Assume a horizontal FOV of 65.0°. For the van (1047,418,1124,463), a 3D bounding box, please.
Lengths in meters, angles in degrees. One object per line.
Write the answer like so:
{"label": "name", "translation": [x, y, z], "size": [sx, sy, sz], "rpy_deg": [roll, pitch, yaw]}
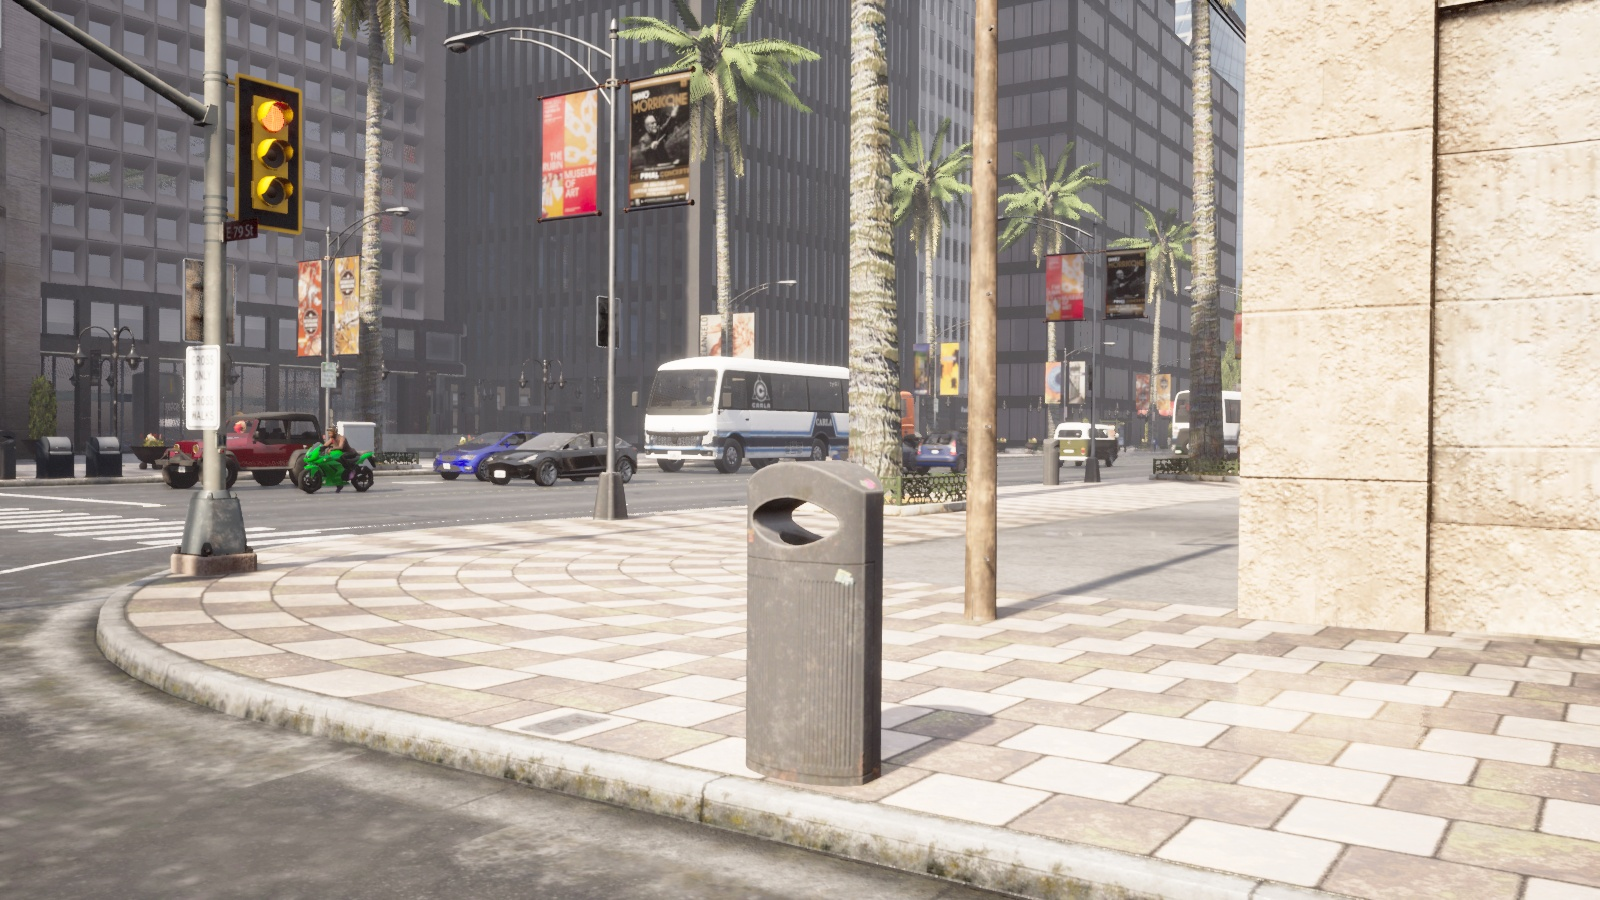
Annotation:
{"label": "van", "translation": [13.283, -0.461, 58.282], "size": [2.069, 2.038, 4.480], "rpy_deg": [0, 1, 33]}

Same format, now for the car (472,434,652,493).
{"label": "car", "translation": [-6.501, 0.315, 34.790], "size": [2.163, 1.488, 4.792], "rpy_deg": [0, 1, 33]}

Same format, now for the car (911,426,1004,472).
{"label": "car", "translation": [5.965, -0.068, 47.142], "size": [1.851, 1.617, 3.988], "rpy_deg": [0, 1, 34]}

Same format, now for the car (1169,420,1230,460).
{"label": "car", "translation": [19.621, -0.491, 61.603], "size": [1.905, 1.878, 3.866], "rpy_deg": [0, 1, 33]}

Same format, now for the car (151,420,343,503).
{"label": "car", "translation": [-13.428, 0.230, 30.680], "size": [1.905, 1.878, 3.866], "rpy_deg": [0, 1, 34]}

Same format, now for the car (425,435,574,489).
{"label": "car", "translation": [-8.902, 0.314, 37.493], "size": [1.816, 1.474, 4.193], "rpy_deg": [0, 1, 34]}

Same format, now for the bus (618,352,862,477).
{"label": "bus", "translation": [-1.975, -1.281, 47.871], "size": [3.944, 4.253, 10.273], "rpy_deg": [0, 1, 34]}

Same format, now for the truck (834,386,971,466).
{"label": "truck", "translation": [4.882, -1.088, 58.206], "size": [2.891, 3.462, 7.936], "rpy_deg": [0, 1, 33]}

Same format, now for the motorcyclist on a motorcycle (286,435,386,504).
{"label": "motorcyclist on a motorcycle", "translation": [-10.567, 0.418, 28.681], "size": [0.797, 1.523, 2.044], "rpy_deg": [0, 1, 34]}

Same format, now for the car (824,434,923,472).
{"label": "car", "translation": [2.925, 0.101, 48.897], "size": [1.994, 1.385, 4.181], "rpy_deg": [0, 1, 34]}

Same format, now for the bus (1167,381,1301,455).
{"label": "bus", "translation": [27.083, -1.955, 78.005], "size": [3.944, 4.253, 10.273], "rpy_deg": [0, 1, 43]}
